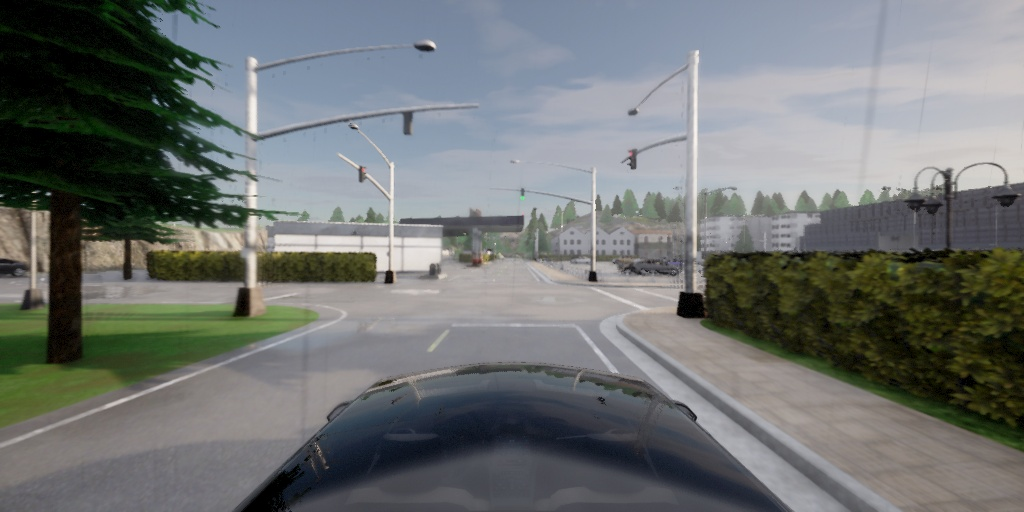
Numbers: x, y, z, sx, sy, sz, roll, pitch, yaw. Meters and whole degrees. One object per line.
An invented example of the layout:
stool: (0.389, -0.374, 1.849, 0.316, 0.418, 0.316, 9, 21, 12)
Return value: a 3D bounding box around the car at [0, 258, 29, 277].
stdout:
car: (-39.242, 0.895, 26.562, 1.837, 1.490, 4.892, 0, 0, -13)
